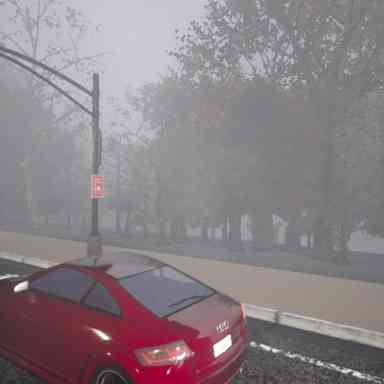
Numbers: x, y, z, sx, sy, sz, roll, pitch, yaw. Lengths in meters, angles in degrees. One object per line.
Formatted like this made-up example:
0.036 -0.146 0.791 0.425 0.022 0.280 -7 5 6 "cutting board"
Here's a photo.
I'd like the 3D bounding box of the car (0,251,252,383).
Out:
-1.315 1.562 4.618 4.181 1.385 1.994 0 0 35 "car"
